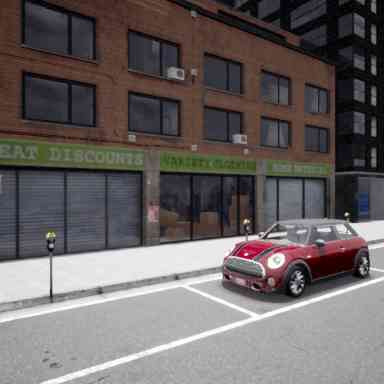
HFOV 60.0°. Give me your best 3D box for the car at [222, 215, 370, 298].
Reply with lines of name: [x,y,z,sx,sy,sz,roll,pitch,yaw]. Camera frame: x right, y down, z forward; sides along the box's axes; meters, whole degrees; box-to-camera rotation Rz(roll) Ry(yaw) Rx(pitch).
car: [2.684,1.439,8.444,4.097,1.590,1.967,0,0,-35]
